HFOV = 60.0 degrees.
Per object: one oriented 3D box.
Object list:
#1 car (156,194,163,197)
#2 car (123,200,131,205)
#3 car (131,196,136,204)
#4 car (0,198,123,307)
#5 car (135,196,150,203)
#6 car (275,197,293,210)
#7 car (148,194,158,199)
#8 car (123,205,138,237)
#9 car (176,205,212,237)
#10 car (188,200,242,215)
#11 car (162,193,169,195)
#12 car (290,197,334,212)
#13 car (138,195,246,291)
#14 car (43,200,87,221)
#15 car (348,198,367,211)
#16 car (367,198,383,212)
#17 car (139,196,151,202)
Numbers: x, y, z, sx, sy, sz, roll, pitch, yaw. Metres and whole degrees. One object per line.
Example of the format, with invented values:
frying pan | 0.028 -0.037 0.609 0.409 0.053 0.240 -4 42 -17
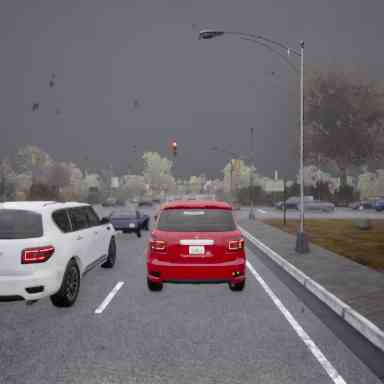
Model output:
car | -7.096 1.601 64.205 1.895 1.301 4.718 0 0 1
car | -11.383 1.547 48.703 2.033 1.411 5.357 0 0 12
car | -10.592 1.492 64.055 2.128 1.511 4.902 0 0 0
car | -3.406 1.221 8.092 2.150 2.045 5.566 0 0 0
car | -6.917 1.601 49.437 1.895 1.301 4.718 0 0 -3
car | 12.602 1.352 41.081 4.553 1.767 2.097 0 0 3
car | -10.553 1.167 90.156 1.994 1.385 4.181 0 0 0
car | -3.412 1.601 17.860 1.895 1.301 4.718 0 0 0
car | 0.087 1.526 18.847 1.812 1.442 4.674 0 0 0
car | 2.420 1.547 35.179 5.357 1.411 2.033 0 0 21
car | -7.055 1.355 75.116 2.097 1.767 4.553 0 0 0
car | 13.750 1.564 37.511 4.181 1.385 1.994 0 0 3
car | 0.091 1.221 9.153 2.150 2.045 5.566 0 0 0
car | -10.621 1.505 28.191 1.837 1.490 4.892 0 0 0
car | 21.732 1.498 40.588 4.892 1.490 1.837 0 0 3
car | 23.085 1.212 37.008 5.566 2.045 2.150 0 0 3
car | -10.555 1.595 75.063 1.895 1.301 4.718 0 0 0
